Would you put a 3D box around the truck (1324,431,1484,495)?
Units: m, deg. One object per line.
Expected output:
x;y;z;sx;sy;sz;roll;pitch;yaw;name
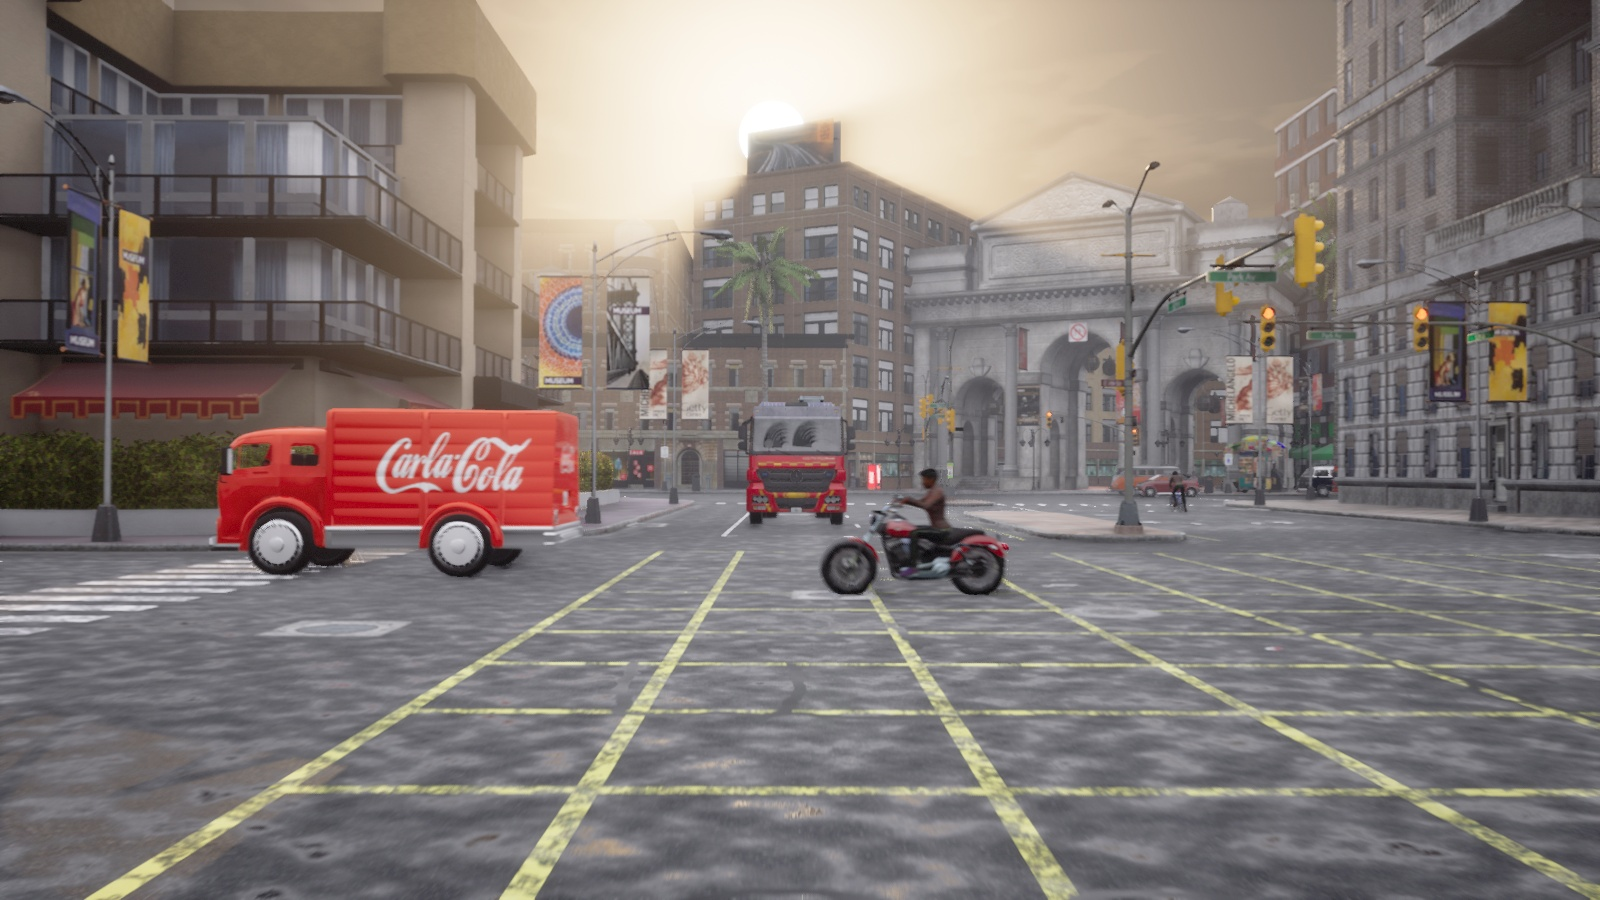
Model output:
37.207;0.800;77.570;8.468;3.827;2.891;0;-1;0;truck

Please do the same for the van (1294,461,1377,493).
34.522;1.757;81.070;4.480;2.038;2.069;0;-1;0;van

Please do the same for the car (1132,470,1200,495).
22.591;2.003;77.637;3.705;1.549;1.789;0;-1;0;car

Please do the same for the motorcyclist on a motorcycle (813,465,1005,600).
1.357;1.027;15.966;2.350;1.649;0.766;0;-1;0;motorcyclist on a motorcycle

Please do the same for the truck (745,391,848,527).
-0.102;0.315;39.699;2.891;3.827;8.468;0;-1;0;truck

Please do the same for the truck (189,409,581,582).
-6.206;0.678;19.412;5.204;2.467;2.627;0;-1;0;truck

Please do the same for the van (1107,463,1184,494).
22.308;1.836;81.142;4.442;1.987;1.775;0;-1;0;van
